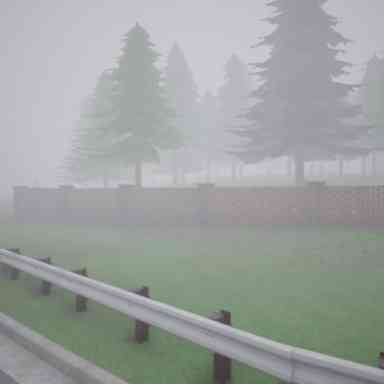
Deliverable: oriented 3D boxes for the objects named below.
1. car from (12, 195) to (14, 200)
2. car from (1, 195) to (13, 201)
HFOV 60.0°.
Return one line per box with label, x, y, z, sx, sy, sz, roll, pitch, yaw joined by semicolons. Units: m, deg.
car;-43.155;1.608;83.874;1.994;1.385;4.181;0;0;-17
car;-46.386;1.589;82.476;2.033;1.411;5.357;0;0;-17
